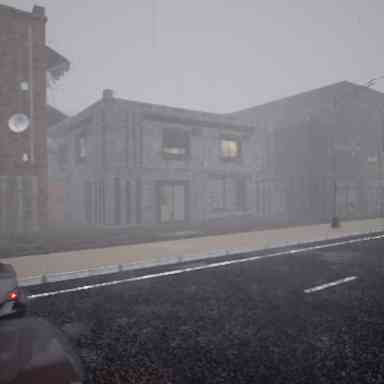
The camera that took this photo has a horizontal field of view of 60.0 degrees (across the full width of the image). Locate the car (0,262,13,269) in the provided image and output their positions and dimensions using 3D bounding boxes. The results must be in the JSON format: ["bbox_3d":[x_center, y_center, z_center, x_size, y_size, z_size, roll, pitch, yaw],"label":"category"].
[{"bbox_3d":[-5.023,1.559,4.094,5.357,1.411,2.033,0,0,-36],"label":"car"}]

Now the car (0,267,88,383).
[{"bbox_3d":[-3.136,1.559,1.448,5.357,1.411,2.033,0,0,-36],"label":"car"}]
